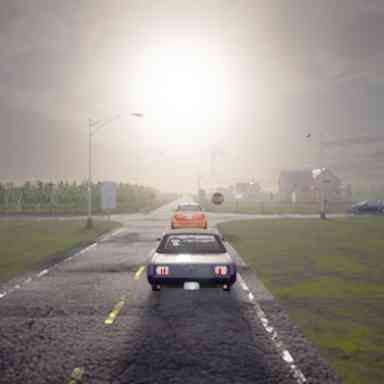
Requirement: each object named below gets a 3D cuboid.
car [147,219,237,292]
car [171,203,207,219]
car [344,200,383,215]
[{"bbox_3d":[-0.024,1.656,9.060,1.895,1.301,4.718,0,0,-1],"label":"car"},{"bbox_3d":[-0.210,1.482,21.121,2.097,1.767,4.553,0,0,-1],"label":"car"},{"bbox_3d":[18.360,1.571,34.786,4.674,1.442,1.812,-1,-1,0],"label":"car"}]
